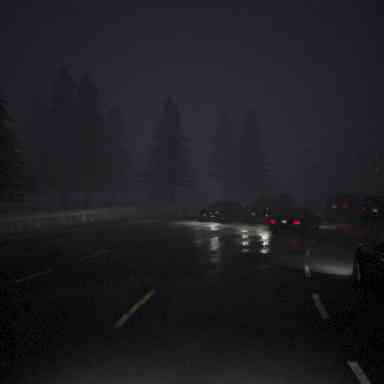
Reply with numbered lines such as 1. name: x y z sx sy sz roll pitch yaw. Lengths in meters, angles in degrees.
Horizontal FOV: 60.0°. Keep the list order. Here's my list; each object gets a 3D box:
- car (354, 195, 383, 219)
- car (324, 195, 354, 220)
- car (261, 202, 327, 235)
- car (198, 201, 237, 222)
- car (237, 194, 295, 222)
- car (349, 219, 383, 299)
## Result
1. car: 13.090 1.239 22.504 2.150 2.045 5.566 0 0 42
2. car: 12.622 1.225 26.957 5.566 2.045 2.150 0 0 -45
3. car: 5.881 1.535 18.719 2.033 1.411 5.357 0 0 31
4. car: 2.410 1.458 26.248 1.837 1.490 4.892 0 -1 38
5. car: 6.051 1.196 25.338 2.150 2.045 5.566 0 0 40
6. car: 4.535 1.514 6.237 1.837 1.490 4.892 0 0 11
